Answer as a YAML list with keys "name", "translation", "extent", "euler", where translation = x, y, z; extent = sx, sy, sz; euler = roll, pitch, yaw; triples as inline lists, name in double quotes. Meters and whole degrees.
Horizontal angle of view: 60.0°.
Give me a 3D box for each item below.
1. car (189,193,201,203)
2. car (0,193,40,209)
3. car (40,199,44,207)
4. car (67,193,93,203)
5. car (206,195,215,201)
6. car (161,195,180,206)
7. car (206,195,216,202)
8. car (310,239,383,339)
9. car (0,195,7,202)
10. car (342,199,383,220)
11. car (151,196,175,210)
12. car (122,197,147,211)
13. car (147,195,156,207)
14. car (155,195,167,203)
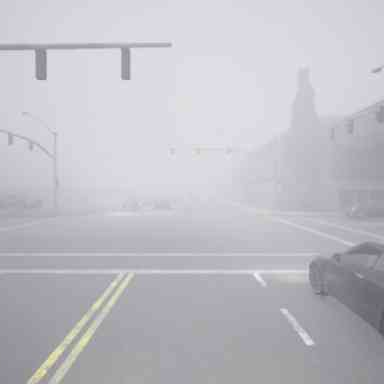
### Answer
- name: "car"
  translation: [0.564, 1.132, 65.131]
  extent: [2.150, 2.045, 5.566]
  euler: [0, 0, 2]
- name: "car"
  translation: [-21.464, 1.099, 40.223]
  extent: [4.605, 1.855, 1.932]
  euler: [0, 0, 0]
- name: "car"
  translation: [-21.408, 1.098, 43.117]
  extent: [3.866, 1.878, 1.905]
  euler: [0, 0, 0]
- name: "car"
  translation: [-21.430, 1.071, 62.740]
  extent: [3.866, 1.878, 1.905]
  euler: [0, 0, 0]
- name: "car"
  translation: [4.372, 1.358, 80.355]
  extent: [1.994, 1.385, 4.181]
  euler: [0, 0, 2]
- name: "car"
  translation: [-3.422, 1.491, 52.773]
  extent: [1.994, 1.385, 4.181]
  euler: [0, 0, 2]
- name: "car"
  translation: [4.114, 1.451, 70.564]
  extent: [1.994, 1.385, 4.181]
  euler: [0, 0, 2]
- name: "car"
  translation: [3.563, 1.517, 5.626]
  extent: [1.812, 1.442, 4.674]
  euler: [0, 0, 0]
- name: "car"
  translation: [-38.884, 1.275, 65.630]
  extent: [3.905, 1.438, 1.784]
  euler: [0, 0, 0]
- name: "car"
  translation: [14.675, 1.313, 27.046]
  extent: [4.553, 1.767, 2.097]
  euler: [0, 0, 0]
- name: "car"
  translation: [-3.679, 1.542, 42.715]
  extent: [1.895, 1.301, 4.718]
  euler: [0, 0, 1]
- name: "car"
  translation: [-7.219, 1.436, 40.623]
  extent: [2.128, 1.511, 4.902]
  euler: [0, 0, 1]
- name: "car"
  translation: [-7.022, 1.496, 49.535]
  extent: [1.994, 1.385, 4.181]
  euler: [0, 0, 2]
- name: "car"
  translation: [-6.414, 1.364, 69.656]
  extent: [1.882, 1.535, 5.008]
  euler: [0, 0, 2]
